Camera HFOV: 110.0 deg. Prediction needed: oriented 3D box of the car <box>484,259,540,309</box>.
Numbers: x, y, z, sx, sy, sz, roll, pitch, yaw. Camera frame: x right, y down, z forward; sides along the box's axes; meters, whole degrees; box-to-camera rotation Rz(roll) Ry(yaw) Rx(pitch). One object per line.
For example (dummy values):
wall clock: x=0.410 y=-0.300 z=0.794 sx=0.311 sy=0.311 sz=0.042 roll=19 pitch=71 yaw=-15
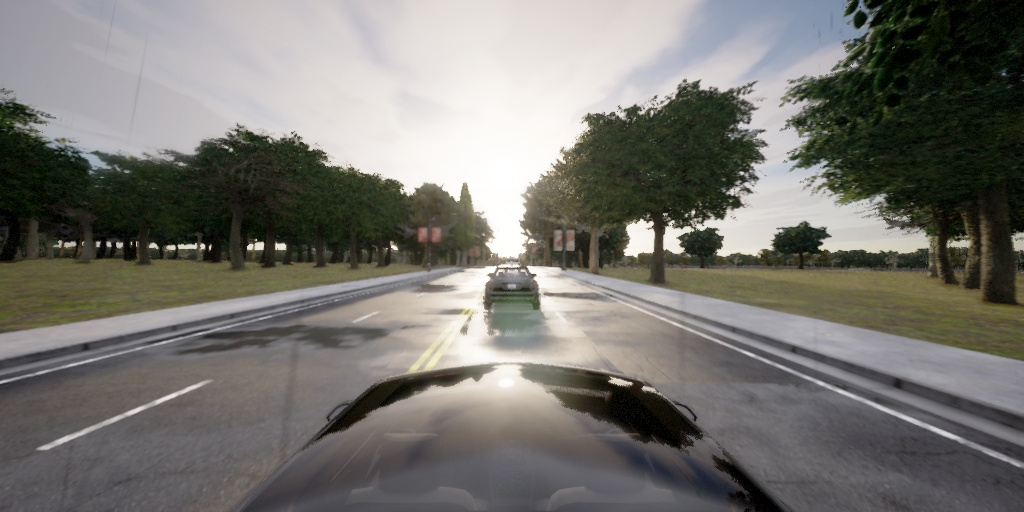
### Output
car: x=0.000 y=1.155 z=15.382 sx=2.097 sy=1.767 sz=4.553 roll=0 pitch=0 yaw=0
